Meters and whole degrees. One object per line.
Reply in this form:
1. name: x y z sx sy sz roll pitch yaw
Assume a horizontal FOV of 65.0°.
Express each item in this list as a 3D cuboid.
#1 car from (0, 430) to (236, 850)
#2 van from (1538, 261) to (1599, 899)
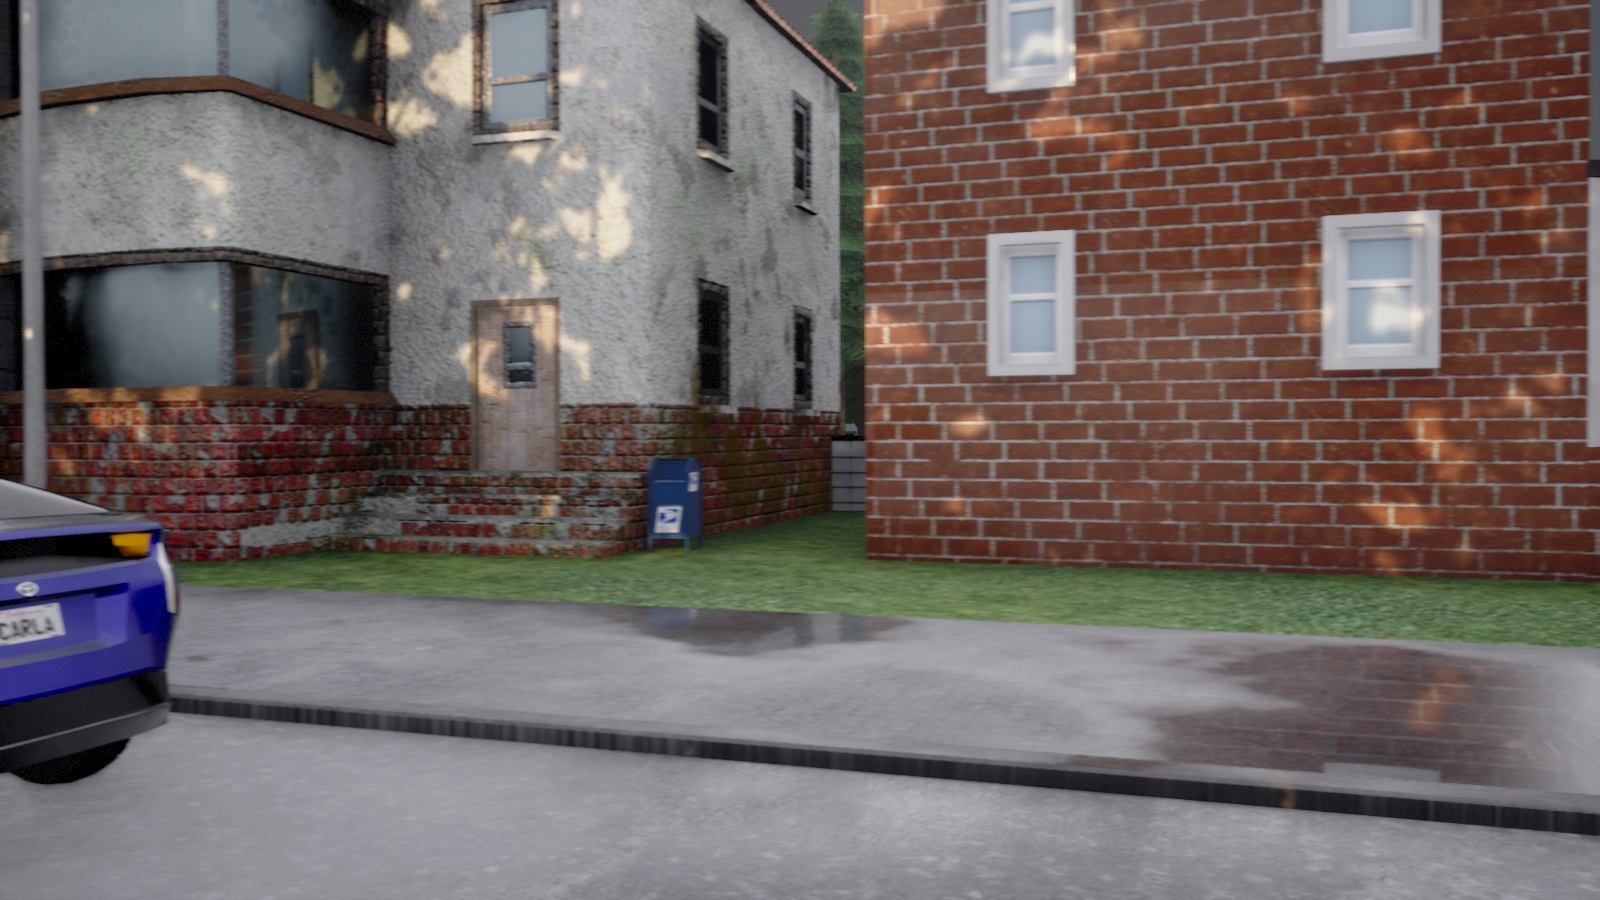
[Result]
1. car: -4.993 0.671 5.422 4.514 1.525 2.007 0 1 19
2. van: 4.201 0.527 2.327 4.480 2.038 2.069 0 1 15
